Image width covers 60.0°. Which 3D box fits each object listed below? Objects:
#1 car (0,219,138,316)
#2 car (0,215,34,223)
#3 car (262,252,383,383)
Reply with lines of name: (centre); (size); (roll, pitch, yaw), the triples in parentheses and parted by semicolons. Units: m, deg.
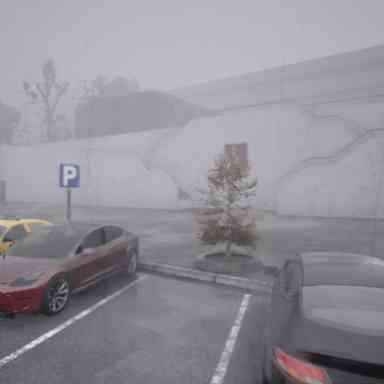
car: (-2.914, 1.511, 7.842); (2.163, 1.488, 4.792); (1, 0, 16)
car: (-5.381, 1.465, 9.423); (1.946, 1.575, 5.366); (1, 0, 15)
car: (1.950, 1.530, 4.402); (2.002, 1.452, 4.674); (0, -1, 15)
